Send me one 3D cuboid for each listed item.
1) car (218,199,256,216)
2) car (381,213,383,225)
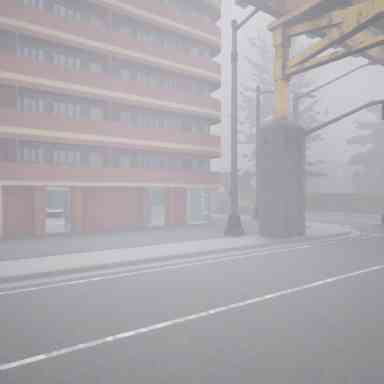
[{"bbox_3d":[4.632,1.477,33.154,1.882,1.535,5.008,0,0,-35],"label":"car"},{"bbox_3d":[13.517,1.351,19.140,2.097,1.767,4.553,0,0,-24],"label":"car"}]
